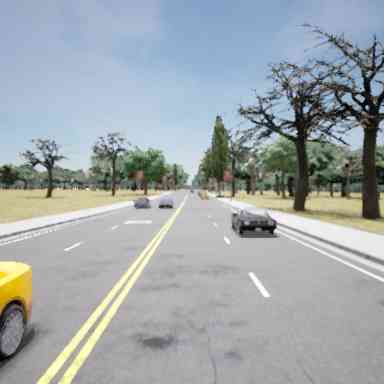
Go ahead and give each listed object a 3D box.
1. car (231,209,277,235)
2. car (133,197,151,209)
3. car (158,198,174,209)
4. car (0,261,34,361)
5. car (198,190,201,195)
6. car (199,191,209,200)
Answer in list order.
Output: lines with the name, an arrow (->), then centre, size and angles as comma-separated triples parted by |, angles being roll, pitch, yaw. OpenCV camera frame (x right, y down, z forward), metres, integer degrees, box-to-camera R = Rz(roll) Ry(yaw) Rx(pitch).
car -> 3.343, 1.593, 18.893 | 1.895, 1.301, 4.718 | 0, 0, 0
car -> -6.605, 1.457, 44.473 | 1.837, 1.490, 4.892 | 0, 1, 0
car -> -3.360, 1.504, 44.076 | 2.033, 1.411, 5.357 | 0, 0, 0
car -> -3.353, 1.477, 3.061 | 1.882, 1.535, 5.008 | 0, 0, 0
car -> 3.212, 0.932, 91.409 | 1.837, 1.490, 4.892 | 0, 1, 0
car -> 3.216, 1.016, 80.600 | 1.801, 1.575, 5.366 | 0, 1, 0
